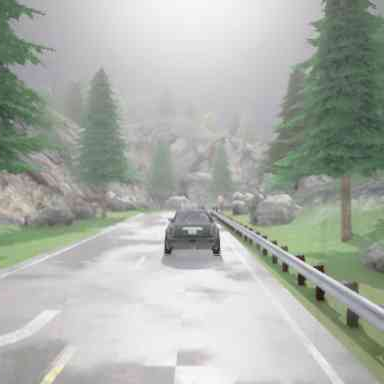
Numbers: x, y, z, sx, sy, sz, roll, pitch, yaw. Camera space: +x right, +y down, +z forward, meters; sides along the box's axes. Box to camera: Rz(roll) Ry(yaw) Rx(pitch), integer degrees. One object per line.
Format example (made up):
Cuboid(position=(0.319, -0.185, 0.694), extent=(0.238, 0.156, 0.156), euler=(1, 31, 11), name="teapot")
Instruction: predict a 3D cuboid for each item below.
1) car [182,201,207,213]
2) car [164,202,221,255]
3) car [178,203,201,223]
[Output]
Cuboid(position=(0.378, 1.975, 43.870), extent=(1.994, 1.385, 4.181), euler=(0, -1, 18), name="car")
Cuboid(position=(0.009, 1.483, 14.096), extent=(2.097, 1.767, 4.553), euler=(0, -1, 0), name="car")
Cuboid(position=(-0.262, 1.783, 29.352), extent=(1.837, 1.490, 4.892), euler=(0, 0, -1), name="car")
